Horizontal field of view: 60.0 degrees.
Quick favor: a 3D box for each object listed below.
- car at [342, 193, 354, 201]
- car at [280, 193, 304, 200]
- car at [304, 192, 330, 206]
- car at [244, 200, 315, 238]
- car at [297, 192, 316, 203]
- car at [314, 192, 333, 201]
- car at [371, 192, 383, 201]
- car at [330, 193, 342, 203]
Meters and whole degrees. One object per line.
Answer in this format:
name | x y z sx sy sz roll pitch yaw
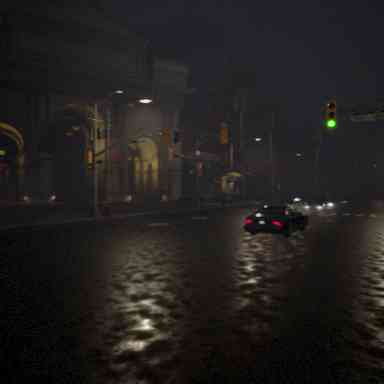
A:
car | 28.005 0.913 60.827 2.033 1.411 5.357 1 1 41
car | 13.563 1.001 45.547 2.033 1.411 5.357 1 1 31
car | 16.421 1.036 43.509 1.812 1.442 4.674 1 1 31
car | 4.301 1.341 16.413 2.033 1.411 5.357 1 1 31
car | 18.715 0.854 54.091 1.882 1.535 5.008 1 1 31
car | 24.706 0.816 62.397 1.837 1.490 4.892 1 1 41
car | 36.235 0.758 63.629 4.553 1.767 2.097 0 1 -37
car | 21.794 0.922 52.414 2.128 1.511 4.902 1 1 31
